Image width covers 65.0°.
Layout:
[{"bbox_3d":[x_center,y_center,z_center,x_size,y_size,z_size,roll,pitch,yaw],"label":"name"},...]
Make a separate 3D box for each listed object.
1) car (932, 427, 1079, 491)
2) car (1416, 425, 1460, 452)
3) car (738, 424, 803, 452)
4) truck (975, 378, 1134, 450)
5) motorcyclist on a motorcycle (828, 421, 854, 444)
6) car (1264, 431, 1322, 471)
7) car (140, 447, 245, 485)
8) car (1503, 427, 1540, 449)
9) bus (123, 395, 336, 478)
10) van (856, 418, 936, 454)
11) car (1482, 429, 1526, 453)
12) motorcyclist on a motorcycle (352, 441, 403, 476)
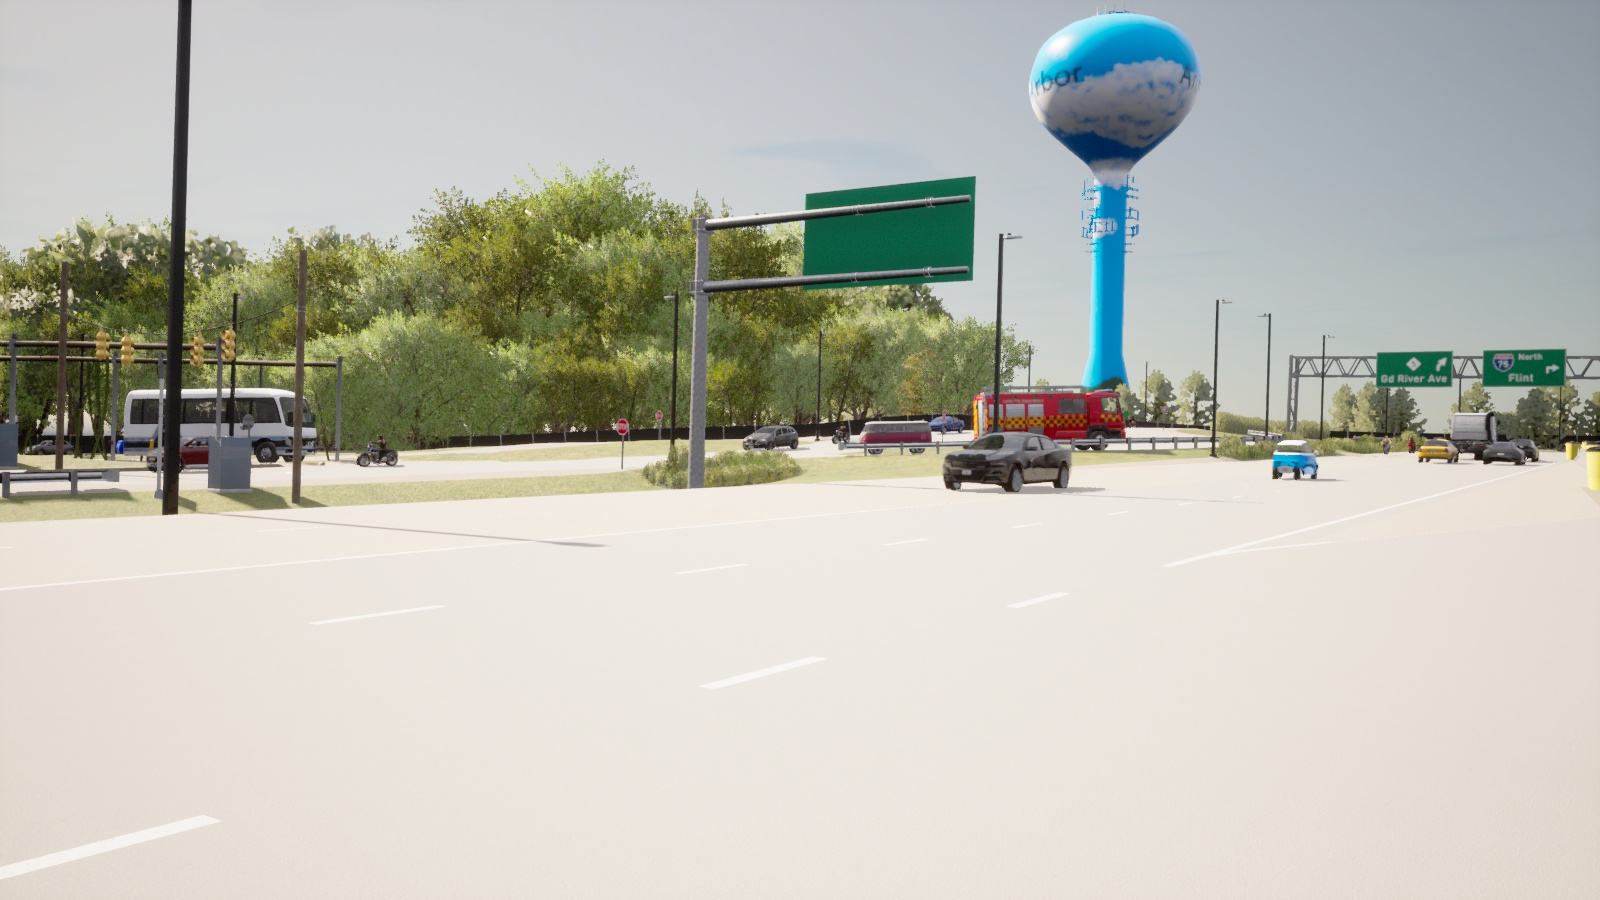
[{"bbox_3d":[5.468,0.165,32.785,1.882,1.535,5.008,1,1,34],"label":"car"},{"bbox_3d":[38.847,-0.717,76.397,1.801,1.575,5.366,1,1,34],"label":"car"},{"bbox_3d":[-2.031,-0.862,87.768,2.242,1.667,4.611,1,4,35],"label":"car"},{"bbox_3d":[14.787,-2.102,73.272,8.468,3.827,2.891,-2,1,-8],"label":"truck"},{"bbox_3d":[3.119,-1.325,95.208,0.766,1.649,2.350,1,4,34],"label":"motorcyclist on a motorcycle"},{"bbox_3d":[17.442,0.018,44.394,1.481,1.376,2.207,1,2,34],"label":"car"},{"bbox_3d":[-26.244,0.665,54.329,1.789,1.549,3.705,1,1,33],"label":"car"},{"bbox_3d":[49.267,-0.851,85.683,1.837,1.490,4.892,1,1,34],"label":"car"},{"bbox_3d":[-31.765,-0.709,70.183,10.273,4.253,3.944,-1,0,8],"label":"bus"},{"bbox_3d":[5.775,-0.843,75.479,4.442,1.987,1.775,-2,0,-7],"label":"van"},{"bbox_3d":[41.799,-0.566,74.518,1.994,1.385,4.181,1,1,34],"label":"car"},{"bbox_3d":[-20.966,0.411,62.370,0.766,1.649,2.350,1,2,35],"label":"motorcyclist on a motorcycle"}]
